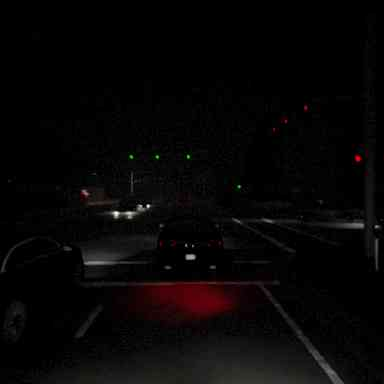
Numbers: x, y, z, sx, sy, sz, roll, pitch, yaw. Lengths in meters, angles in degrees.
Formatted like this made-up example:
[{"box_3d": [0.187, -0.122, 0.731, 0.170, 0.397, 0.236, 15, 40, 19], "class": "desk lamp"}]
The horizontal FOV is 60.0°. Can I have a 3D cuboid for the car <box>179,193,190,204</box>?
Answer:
[{"box_3d": [-1.566, 1.337, 68.761, 2.150, 2.045, 5.566, 0, 0, -1], "class": "car"}]

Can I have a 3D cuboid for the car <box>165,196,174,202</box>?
[{"box_3d": [-5.304, 1.672, 79.712, 2.033, 1.411, 5.357, 0, 0, -1], "class": "car"}]

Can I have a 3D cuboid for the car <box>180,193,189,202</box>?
[{"box_3d": [-1.798, 1.356, 79.496, 2.150, 2.045, 5.566, 0, 0, -1], "class": "car"}]

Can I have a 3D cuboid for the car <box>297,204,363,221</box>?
[{"box_3d": [11.004, 1.642, 26.808, 4.718, 1.301, 1.895, 0, 0, -1], "class": "car"}]

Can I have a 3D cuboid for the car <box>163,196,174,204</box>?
[{"box_3d": [-5.082, 1.639, 69.404, 2.128, 1.511, 4.902, 0, 0, -1], "class": "car"}]

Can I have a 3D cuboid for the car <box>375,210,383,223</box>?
[{"box_3d": [14.885, 1.598, 23.401, 4.181, 1.385, 1.994, 0, 0, -1], "class": "car"}]

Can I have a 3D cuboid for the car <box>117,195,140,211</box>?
[{"box_3d": [-8.099, 1.548, 41.664, 1.882, 1.535, 5.008, 0, 0, -1], "class": "car"}]

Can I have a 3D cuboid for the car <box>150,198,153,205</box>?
[{"box_3d": [-8.451, 1.667, 61.721, 1.994, 1.385, 4.181, 0, 0, -1], "class": "car"}]

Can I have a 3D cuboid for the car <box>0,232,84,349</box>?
[{"box_3d": [-3.513, 1.503, 6.226, 2.128, 1.511, 4.902, 0, 0, -1], "class": "car"}]

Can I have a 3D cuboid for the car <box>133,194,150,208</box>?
[{"box_3d": [-8.290, 1.308, 51.650, 2.150, 2.045, 5.566, 0, 0, -1], "class": "car"}]

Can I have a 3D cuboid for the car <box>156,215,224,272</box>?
[{"box_3d": [-0.085, 1.496, 10.905, 1.882, 1.535, 5.008, 0, 0, -1], "class": "car"}]
